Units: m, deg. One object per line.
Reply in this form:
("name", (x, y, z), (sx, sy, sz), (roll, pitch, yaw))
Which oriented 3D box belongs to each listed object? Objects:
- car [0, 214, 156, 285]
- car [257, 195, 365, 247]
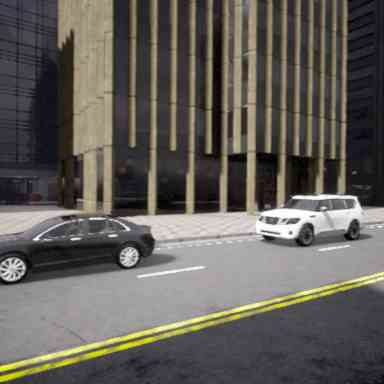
("car", (-3.383, 1.393, 9.219), (4.892, 1.490, 1.837), (0, 1, -33))
("car", (5.475, 1.156, 15.013), (5.566, 2.045, 2.150), (0, 1, -33))
